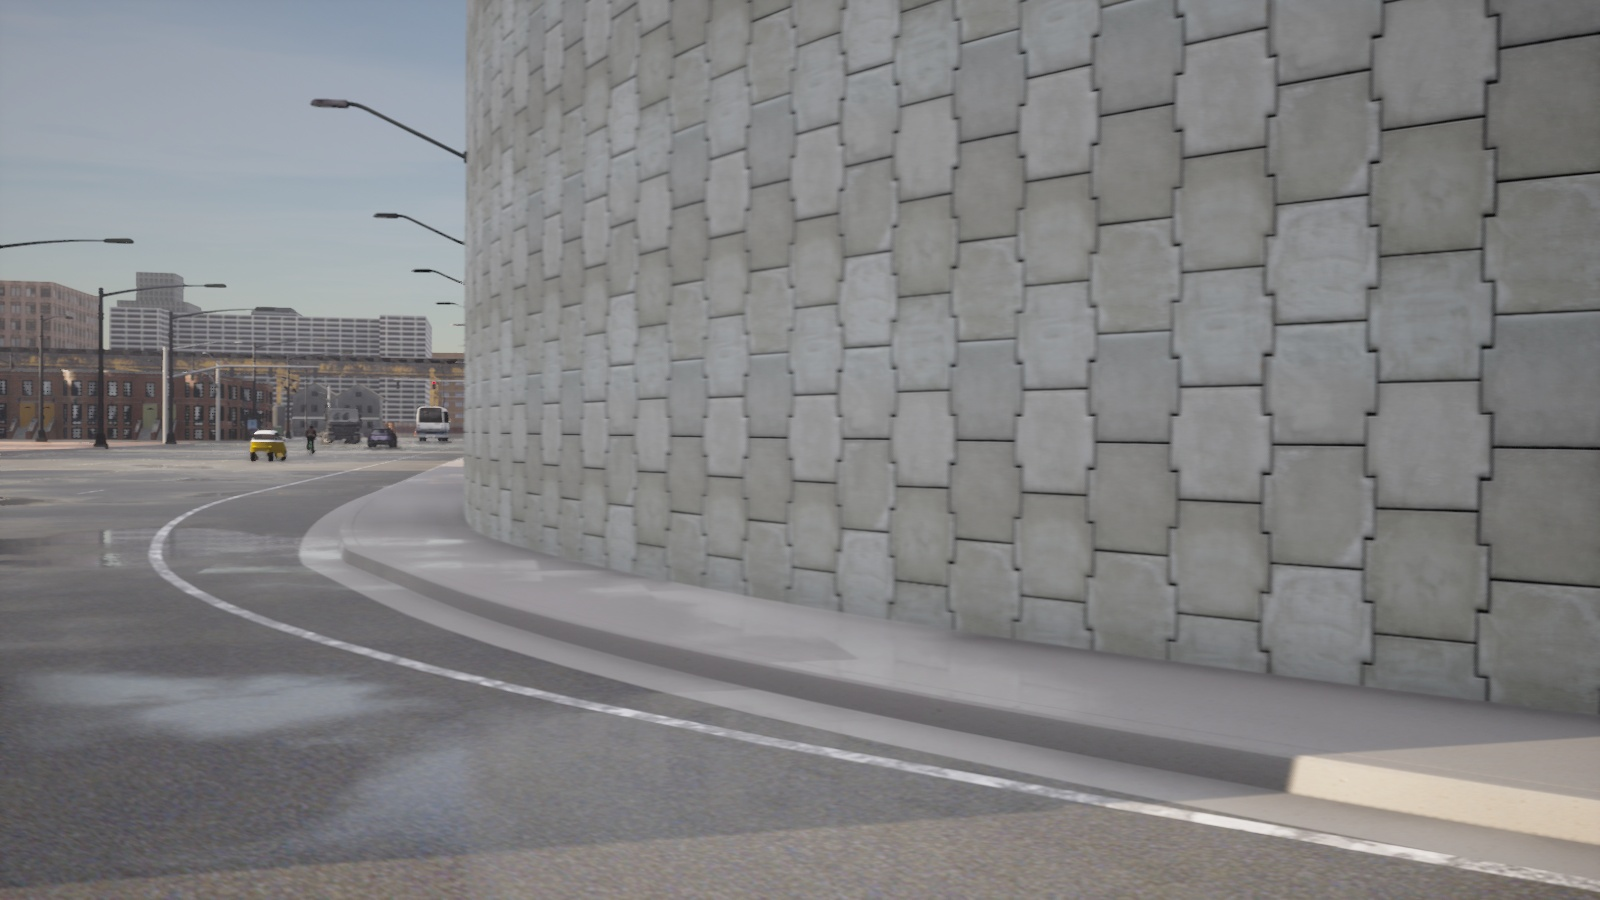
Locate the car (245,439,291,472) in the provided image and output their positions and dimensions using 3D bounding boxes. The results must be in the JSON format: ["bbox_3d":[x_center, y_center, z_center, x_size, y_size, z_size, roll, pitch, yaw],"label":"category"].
[{"bbox_3d":[-23.563,0.225,55.652,1.481,1.376,2.207,-1,1,-12],"label":"car"}]
